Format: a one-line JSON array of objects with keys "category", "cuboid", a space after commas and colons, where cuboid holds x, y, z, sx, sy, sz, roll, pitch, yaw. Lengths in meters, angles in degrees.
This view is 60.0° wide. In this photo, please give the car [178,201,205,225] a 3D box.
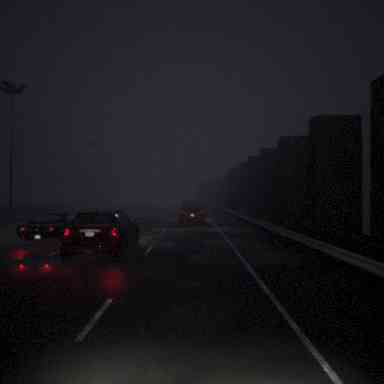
[{"category": "car", "cuboid": [-0.025, 1.699, 25.977, 2.163, 1.488, 4.792, 0, 0, -1]}]

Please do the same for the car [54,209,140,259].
[{"category": "car", "cuboid": [-3.394, 1.447, 13.154, 2.097, 1.767, 4.553, 0, -1, 0]}]

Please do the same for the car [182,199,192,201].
[{"category": "car", "cuboid": [-0.637, 1.759, 43.801, 2.033, 1.649, 4.856, 0, 0, -3]}]

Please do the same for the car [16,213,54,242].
[{"category": "car", "cuboid": [-6.899, 1.722, 17.053, 1.895, 1.301, 4.718, 0, 0, 0]}]
